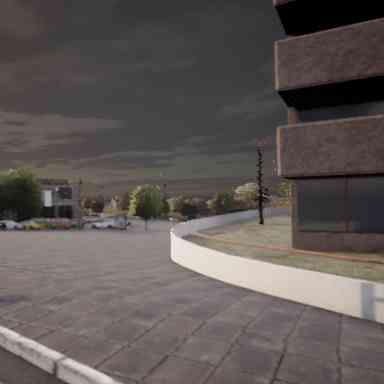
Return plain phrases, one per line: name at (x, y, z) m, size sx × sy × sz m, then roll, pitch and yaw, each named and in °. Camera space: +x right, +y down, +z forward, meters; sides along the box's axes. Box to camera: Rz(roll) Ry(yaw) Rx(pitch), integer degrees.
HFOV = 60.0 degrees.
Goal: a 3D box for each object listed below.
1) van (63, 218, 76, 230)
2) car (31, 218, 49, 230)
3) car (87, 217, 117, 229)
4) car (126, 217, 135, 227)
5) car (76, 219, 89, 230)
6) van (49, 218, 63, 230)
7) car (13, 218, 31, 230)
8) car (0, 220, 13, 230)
van at (-23.169, 5.548, 57.758) m, size 4.442 × 1.987 × 1.878 m, roll 0°, pitch -6°, yaw 5°
car at (-26.050, 5.193, 52.312) m, size 5.366 × 1.575 × 1.946 m, roll 0°, pitch -6°, yaw 5°
car at (-18.162, 6.677, 68.639) m, size 5.566 × 2.045 × 2.435 m, roll 0°, pitch -6°, yaw 5°
car at (-18.148, 8.541, 90.334) m, size 2.163 × 1.488 × 4.792 m, roll 0°, pitch 1°, yaw 10°
car at (-21.992, 6.062, 60.455) m, size 4.892 × 1.521 × 2.231 m, roll 0°, pitch -6°, yaw 5°
van at (-24.458, 5.259, 55.032) m, size 4.442 × 1.987 × 1.878 m, roll 0°, pitch -6°, yaw 5°
car at (-27.156, 4.946, 49.572) m, size 4.674 × 1.452 × 2.002 m, roll 0°, pitch -6°, yaw 5°
car at (-28.430, 4.656, 46.839) m, size 4.674 × 1.452 × 2.002 m, roll 0°, pitch -6°, yaw 5°
